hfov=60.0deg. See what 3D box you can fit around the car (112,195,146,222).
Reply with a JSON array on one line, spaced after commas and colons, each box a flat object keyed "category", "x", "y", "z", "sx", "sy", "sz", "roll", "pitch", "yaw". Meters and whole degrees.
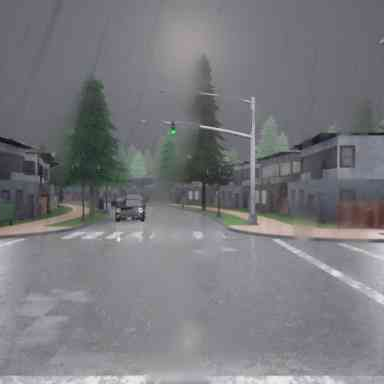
[{"category": "car", "x": -4.723, "y": 1.327, "z": 26.115, "sx": 2.097, "sy": 1.767, "sz": 4.553, "roll": 0, "pitch": 0, "yaw": -6}]
